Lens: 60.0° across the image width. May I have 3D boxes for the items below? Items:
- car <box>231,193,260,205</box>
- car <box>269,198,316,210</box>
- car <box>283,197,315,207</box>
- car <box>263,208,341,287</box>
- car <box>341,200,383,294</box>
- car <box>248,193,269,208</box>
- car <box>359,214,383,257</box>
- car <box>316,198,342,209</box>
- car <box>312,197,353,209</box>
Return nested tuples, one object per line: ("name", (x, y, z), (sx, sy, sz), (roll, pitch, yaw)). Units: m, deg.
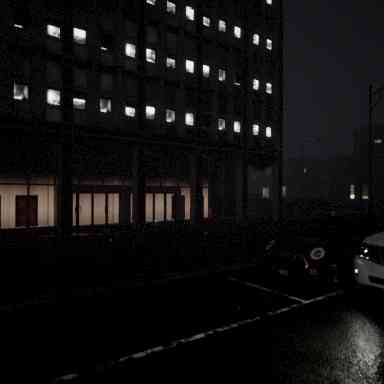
("car", (9.197, 1.168, 57.616), (2.192, 1.841, 5.009), (1, 0, -35))
("car", (11.746, 1.427, 39.188), (2.008, 1.369, 4.403), (1, 0, -35))
("car", (15.492, 1.481, 48.507), (1.802, 1.307, 4.206), (1, 0, -35))
("car", (3.863, 1.441, 9.316), (4.097, 1.590, 1.967), (0, 0, -36))
("car", (6.063, 1.222, 7.704), (5.566, 2.045, 2.150), (0, 0, -35))
("car", (8.600, 1.168, 43.743), (2.192, 1.841, 5.009), (1, 0, -35))
("car", (8.494, 1.552, 12.625), (4.403, 1.369, 2.008), (0, 0, -36))
("car", (15.094, 1.425, 38.890), (1.812, 1.442, 4.674), (0, 0, -35))
("car", (18.544, 1.447, 44.091), (1.752, 1.417, 4.829), (1, 0, -35))
